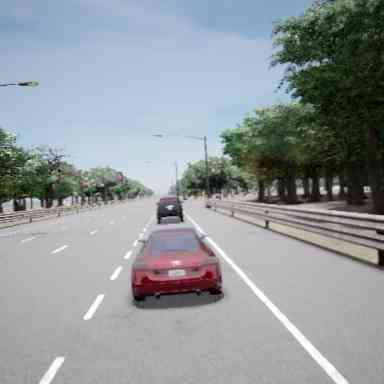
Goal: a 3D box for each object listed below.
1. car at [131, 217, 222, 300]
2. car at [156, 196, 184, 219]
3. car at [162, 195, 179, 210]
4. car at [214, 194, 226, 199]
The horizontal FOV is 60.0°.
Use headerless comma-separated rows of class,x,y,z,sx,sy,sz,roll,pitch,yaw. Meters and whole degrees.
car,-0.448,1.622,8.717,1.994,1.385,4.181,-3,0,-4
car,-1.922,1.432,28.814,2.150,2.045,5.566,-3,0,-4
car,-3.244,1.605,51.031,2.150,2.045,5.566,-4,0,0
car,7.882,1.343,93.295,1.812,1.442,4.674,-4,0,31
